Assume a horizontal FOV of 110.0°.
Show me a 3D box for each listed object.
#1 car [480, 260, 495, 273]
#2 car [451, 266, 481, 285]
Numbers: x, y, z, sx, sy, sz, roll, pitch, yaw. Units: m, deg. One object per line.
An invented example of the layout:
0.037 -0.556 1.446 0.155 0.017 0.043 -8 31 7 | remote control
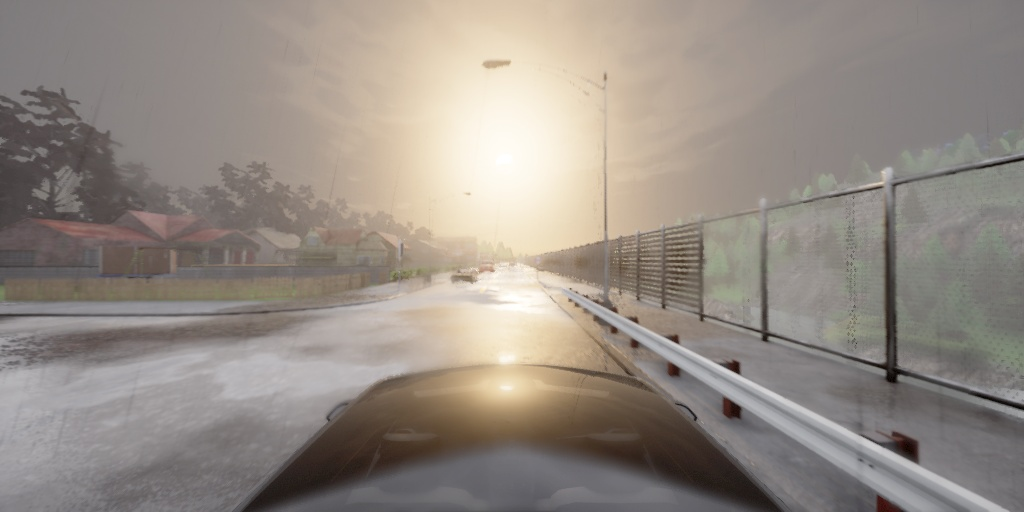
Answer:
-3.990 1.724 58.159 2.150 2.045 5.566 0 1 0 | car
-3.995 1.718 30.536 1.895 1.301 4.718 0 -1 0 | car
